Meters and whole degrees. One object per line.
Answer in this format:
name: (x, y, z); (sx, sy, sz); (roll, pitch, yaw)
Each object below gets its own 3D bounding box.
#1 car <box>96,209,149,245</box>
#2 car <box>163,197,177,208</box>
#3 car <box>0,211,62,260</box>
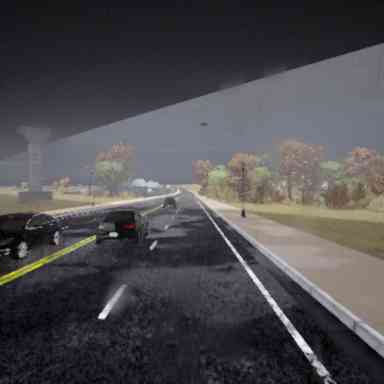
car: (-3.165, 1.546, 15.690); (1.812, 1.442, 4.674); (0, 0, 0)
car: (-3.235, 1.536, 50.006); (1.837, 1.490, 4.892); (0, 0, 0)
car: (-6.605, 1.546, 12.689); (1.837, 1.490, 4.892); (0, 0, 0)
